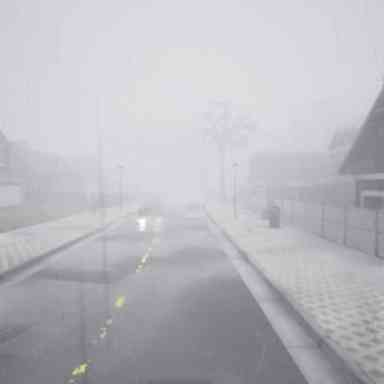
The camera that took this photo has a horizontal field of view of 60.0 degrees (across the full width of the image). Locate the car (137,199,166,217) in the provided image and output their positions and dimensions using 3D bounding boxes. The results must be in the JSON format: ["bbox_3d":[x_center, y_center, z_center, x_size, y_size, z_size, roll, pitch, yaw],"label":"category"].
[{"bbox_3d":[-3.293,1.271,27.667,1.994,1.385,4.181,0,1,0],"label":"car"}]

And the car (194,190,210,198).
[{"bbox_3d":[1.314,0.830,54.667,1.812,1.442,4.674,0,1,10],"label":"car"}]

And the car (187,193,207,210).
[{"bbox_3d":[0.570,1.104,36.140,1.812,1.442,4.674,0,1,2],"label":"car"}]

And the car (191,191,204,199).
[{"bbox_3d":[1.175,0.621,68.784,1.812,1.442,4.674,0,1,13],"label":"car"}]

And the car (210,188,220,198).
[{"bbox_3d":[5.075,0.191,73.329,2.150,2.045,5.566,0,1,15],"label":"car"}]
